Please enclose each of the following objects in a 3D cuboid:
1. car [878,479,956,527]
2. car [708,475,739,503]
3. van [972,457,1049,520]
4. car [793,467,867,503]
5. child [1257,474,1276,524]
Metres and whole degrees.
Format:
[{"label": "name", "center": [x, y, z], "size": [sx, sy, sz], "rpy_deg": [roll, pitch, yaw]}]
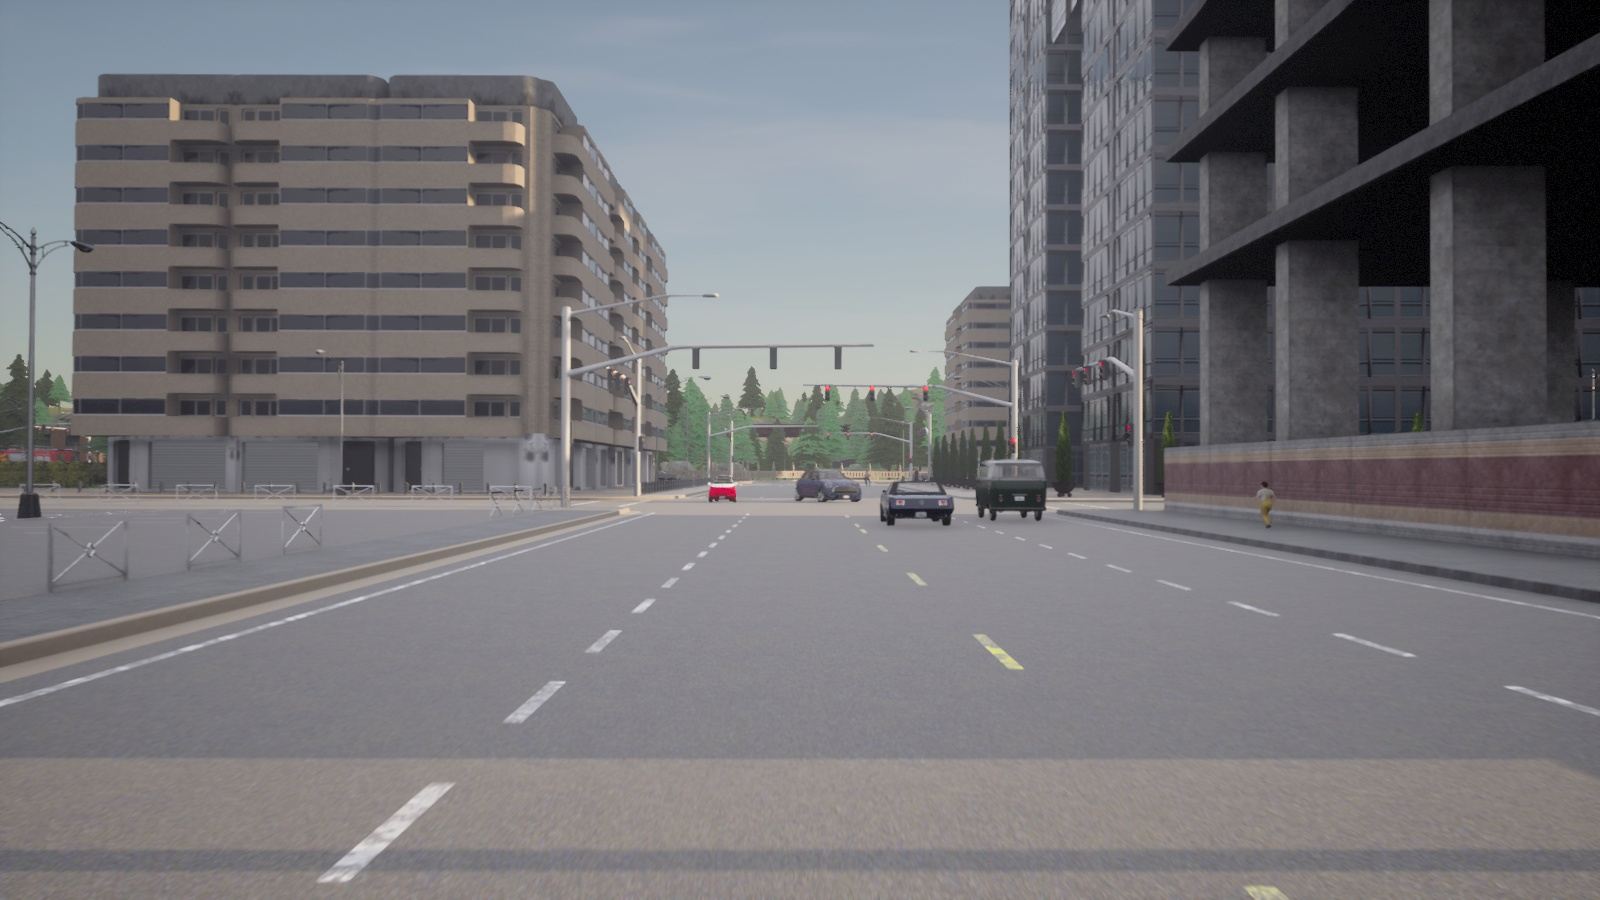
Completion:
[{"label": "car", "center": [3.408, 1.527, 37.388], "size": [1.895, 1.301, 4.718], "rpy_deg": [0, -1, 0]}, {"label": "car", "center": [-3.830, 1.967, 62.986], "size": [1.481, 1.376, 2.207], "rpy_deg": [0, -1, -1]}, {"label": "van", "center": [6.897, 1.235, 41.515], "size": [1.775, 1.987, 4.442], "rpy_deg": [0, -1, 0]}, {"label": "car", "center": [1.479, 1.774, 64.575], "size": [2.097, 1.767, 4.553], "rpy_deg": [0, -1, -23]}, {"label": "child", "center": [11.972, 1.245, 32.222], "size": [0.270, 1.263, 0.437], "rpy_deg": [0, -1, -9]}]
